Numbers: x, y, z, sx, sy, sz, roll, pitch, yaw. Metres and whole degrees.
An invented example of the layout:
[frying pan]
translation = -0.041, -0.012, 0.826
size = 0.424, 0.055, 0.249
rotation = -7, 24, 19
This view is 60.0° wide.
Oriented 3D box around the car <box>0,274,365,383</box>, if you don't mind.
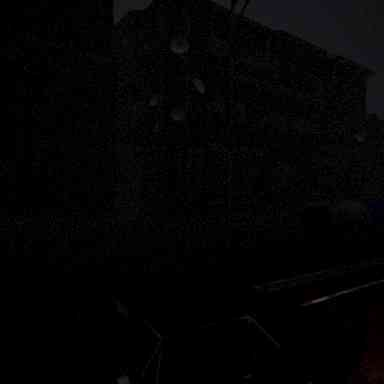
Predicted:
[car]
translation = -0.503, 1.607, 3.021
size = 4.718, 1.301, 1.895
rotation = 0, 0, -36
